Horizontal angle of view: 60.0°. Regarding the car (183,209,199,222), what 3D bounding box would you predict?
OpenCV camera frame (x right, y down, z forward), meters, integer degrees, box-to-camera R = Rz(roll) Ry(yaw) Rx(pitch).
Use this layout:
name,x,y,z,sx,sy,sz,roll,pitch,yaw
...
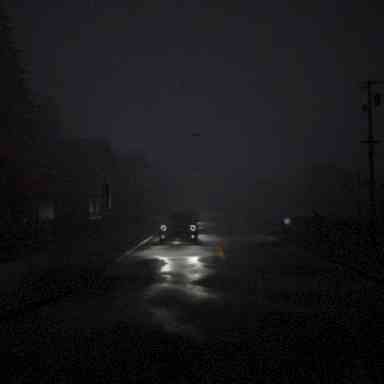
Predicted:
name,x,y,z,sx,sy,sz,roll,pitch,yaw
car,-0.043,2.782,40.089,1.812,1.442,4.674,-1,-2,2

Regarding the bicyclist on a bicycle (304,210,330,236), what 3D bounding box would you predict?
name,x,y,z,sx,sy,sz,roll,pitch,yaw
bicyclist on a bicycle,7.755,1.914,20.649,1.656,1.620,0.582,-1,-2,2

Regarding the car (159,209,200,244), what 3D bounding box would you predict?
name,x,y,z,sx,sy,sz,roll,pitch,yaw
car,-0.675,1.979,19.617,2.097,1.767,4.553,-1,-2,2

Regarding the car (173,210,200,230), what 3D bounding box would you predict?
name,x,y,z,sx,sy,sz,roll,pitch,yaw
car,-0.383,2.417,29.315,2.128,1.511,4.902,-1,-2,2
